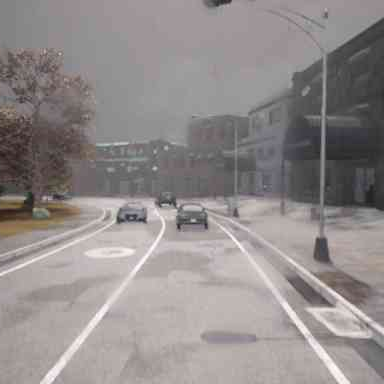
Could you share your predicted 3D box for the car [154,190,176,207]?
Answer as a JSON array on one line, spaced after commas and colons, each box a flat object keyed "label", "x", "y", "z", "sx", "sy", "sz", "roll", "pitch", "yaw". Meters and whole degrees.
[{"label": "car", "x": -3.393, "y": 0.788, "z": 41.830, "sx": 2.150, "sy": 2.045, "sz": 5.566, "roll": -1, "pitch": 1, "yaw": -13}]

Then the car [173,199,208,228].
[{"label": "car", "x": -0.079, "y": 1.406, "z": 20.890, "sx": 1.812, "sy": 1.442, "sz": 4.674, "roll": 0, "pitch": 1, "yaw": -4}]

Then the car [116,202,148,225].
[{"label": "car", "x": -4.055, "y": 1.427, "z": 22.991, "sx": 1.994, "sy": 1.385, "sz": 4.181, "roll": 0, "pitch": 1, "yaw": -7}]

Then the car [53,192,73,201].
[{"label": "car", "x": -23.074, "y": 0.801, "z": 59.373, "sx": 4.902, "sy": 1.511, "sz": 2.128, "roll": 1, "pitch": 2, "yaw": 42}]
